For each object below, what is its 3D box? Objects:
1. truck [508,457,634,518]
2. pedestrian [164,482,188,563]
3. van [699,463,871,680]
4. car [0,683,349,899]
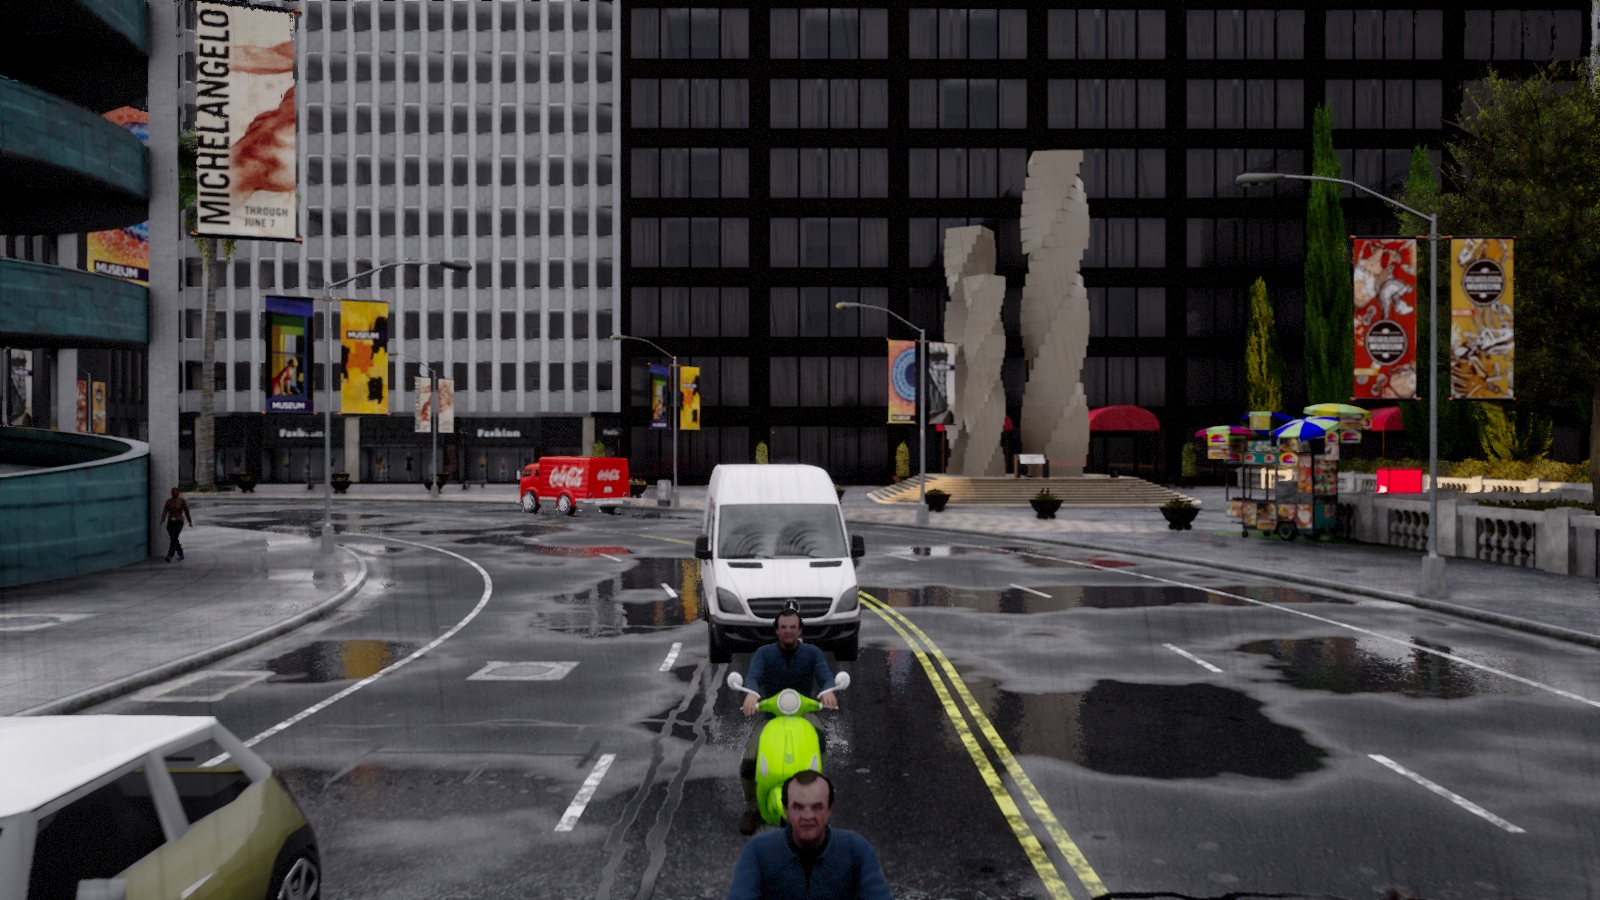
[{"bbox_3d":[-9.913,1.531,49.274,5.204,2.467,2.627,0,0,41],"label":"truck"},{"bbox_3d":[-14.480,1.676,26.529,0.375,1.860,0.375,0,0,-9],"label":"pedestrian"},{"bbox_3d":[-0.435,1.520,17.011,1.988,2.561,5.915,0,0,-6],"label":"van"},{"bbox_3d":[-3.529,2.060,4.573,1.970,1.475,3.806,0,0,0],"label":"car"}]
